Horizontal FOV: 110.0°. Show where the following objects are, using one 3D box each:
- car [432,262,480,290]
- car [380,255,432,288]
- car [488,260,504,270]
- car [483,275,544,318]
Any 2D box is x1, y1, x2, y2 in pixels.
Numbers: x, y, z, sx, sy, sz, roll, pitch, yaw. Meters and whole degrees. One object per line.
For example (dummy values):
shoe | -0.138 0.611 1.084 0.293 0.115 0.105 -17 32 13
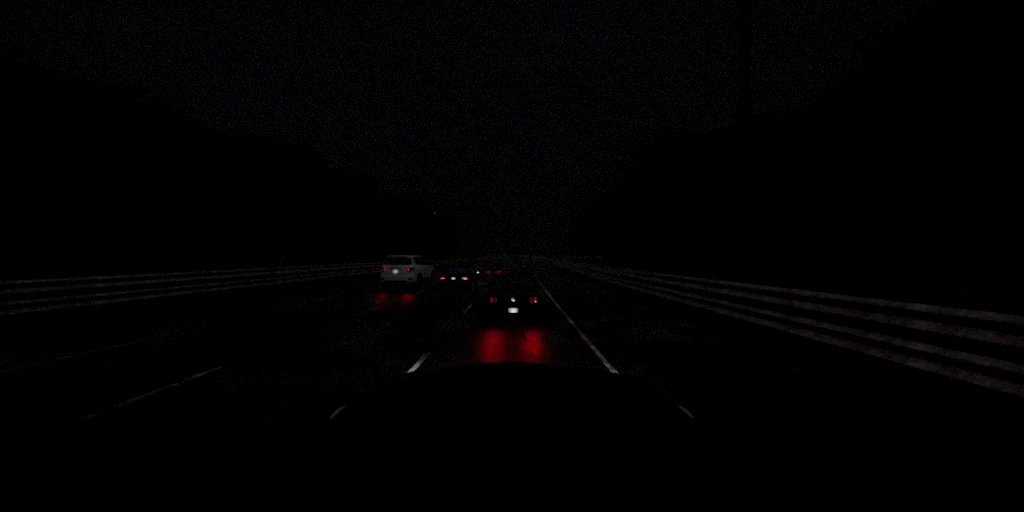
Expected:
car | -3.175 1.283 22.206 2.033 1.411 5.357 0 0 1
car | -6.681 0.953 23.459 2.150 2.045 5.566 0 0 1
car | -2.189 1.219 50.142 1.812 1.442 4.674 0 0 3
car | 0.071 1.347 13.011 1.895 1.301 4.718 0 0 1
